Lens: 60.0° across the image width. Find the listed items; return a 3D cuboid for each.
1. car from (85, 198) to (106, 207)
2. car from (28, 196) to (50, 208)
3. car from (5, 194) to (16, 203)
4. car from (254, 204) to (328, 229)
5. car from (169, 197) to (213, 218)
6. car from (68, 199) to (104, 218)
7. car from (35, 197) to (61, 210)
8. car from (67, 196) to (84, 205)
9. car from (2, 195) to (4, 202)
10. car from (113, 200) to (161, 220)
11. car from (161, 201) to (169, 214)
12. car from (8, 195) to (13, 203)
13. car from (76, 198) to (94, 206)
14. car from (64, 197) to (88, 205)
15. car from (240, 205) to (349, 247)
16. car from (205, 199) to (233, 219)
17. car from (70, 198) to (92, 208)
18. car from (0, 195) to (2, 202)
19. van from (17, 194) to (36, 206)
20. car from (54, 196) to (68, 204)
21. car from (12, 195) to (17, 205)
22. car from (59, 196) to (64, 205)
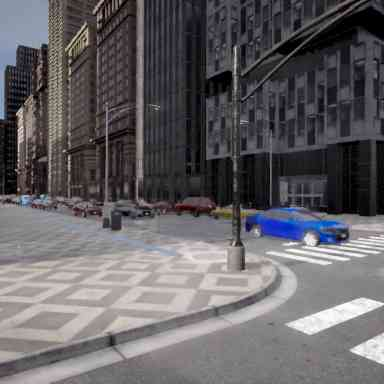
[{"bbox_3d":[-15.902,1.729,54.681,1.947,1.339,4.313,0,0,-35],"label":"car"},{"bbox_3d":[-22.852,1.713,49.743,1.802,1.307,4.206,0,0,-35],"label":"car"},{"bbox_3d":[-39.032,1.530,72.609,2.192,1.841,5.009,0,0,-35],"label":"car"},{"bbox_3d":[6.650,1.581,22.811,1.752,1.417,4.829,0,0,-35],"label":"car"},{"bbox_3d":[0.276,1.401,31.818,2.192,1.841,5.009,0,0,-35],"label":"car"},{"bbox_3d":[-9.908,1.613,31.452,1.887,1.381,4.507,0,0,-35],"label":"car"},{"bbox_3d":[-19.616,1.697,45.171,1.802,1.307,4.206,0,0,-35],"label":"car"},{"bbox_3d":[-22.374,1.637,63.827,1.967,1.590,4.097,0,0,-35],"label":"car"},{"bbox_3d":[-42.268,1.814,77.181,1.802,1.307,4.206,0,0,-35],"label":"car"},{"bbox_3d":[-4.856,1.630,28.930,1.994,1.385,4.181,0,0,-35],"label":"car"},{"bbox_3d":[-2.959,1.646,36.390,1.887,1.381,4.507,0,0,-35],"label":"car"},{"bbox_3d":[-35.795,1.780,68.035,1.802,1.307,4.206,0,0,-35],"label":"car"},{"bbox_3d":[-19.138,1.762,59.254,1.802,1.307,4.206,0,0,-35],"label":"car"},{"bbox_3d":[-14.630,1.677,42.813,1.994,1.385,4.181,0,0,-35],"label":"car"},{"bbox_3d":[4.683,1.498,15.442,1.882,1.535,5.008,0,0,-35],"label":"car"},{"bbox_3d":[3.414,1.596,27.384,1.752,1.417,4.829,0,0,-35],"label":"car"},{"bbox_3d":[-17.507,1.656,52.345,1.837,1.490,4.892,0,0,-35],"label":"car"},{"bbox_3d":[-45.503,1.690,81.754,1.967,1.590,4.097,0,0,-35],"label":"car"},{"bbox_3d":[-29.324,1.505,58.890,1.690,1.788,3.998,0,0,-35],"label":"van"},{"bbox_3d":[-28.845,1.670,72.972,1.967,1.590,4.097,0,0,-35],"label":"car"},{"bbox_3d":[-32.462,1.706,63.324,1.752,1.417,4.829,0,0,-35],"label":"car"},{"bbox_3d":[-23.525,1.782,60.846,1.895,1.301,4.718,0,0,-36],"label":"car"}]
